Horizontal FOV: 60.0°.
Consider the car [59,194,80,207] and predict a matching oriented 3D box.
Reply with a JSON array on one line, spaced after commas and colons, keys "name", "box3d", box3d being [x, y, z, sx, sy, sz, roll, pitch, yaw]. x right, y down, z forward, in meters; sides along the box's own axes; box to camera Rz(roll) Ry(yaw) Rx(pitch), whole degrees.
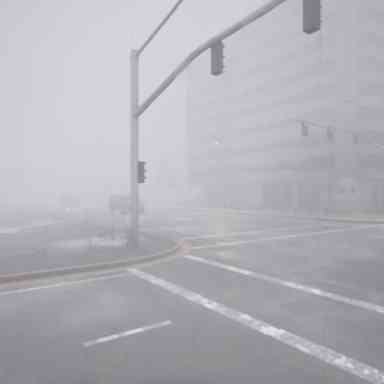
[{"name": "car", "box3d": [-19.506, 1.266, 52.770, 2.150, 2.045, 5.566, 0, 0, -35]}]

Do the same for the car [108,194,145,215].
[{"name": "car", "box3d": [-6.933, 1.280, 34.822, 2.150, 2.045, 5.566, 0, 0, -35]}]
